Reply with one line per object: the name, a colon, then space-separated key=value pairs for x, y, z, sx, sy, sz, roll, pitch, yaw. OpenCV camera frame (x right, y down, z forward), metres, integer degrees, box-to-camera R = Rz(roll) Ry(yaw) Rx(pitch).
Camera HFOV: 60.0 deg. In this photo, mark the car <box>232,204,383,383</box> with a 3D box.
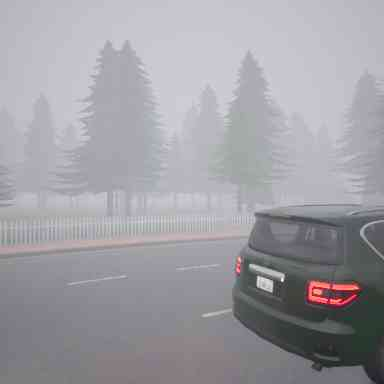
car: x=3.276 y=1.222 z=5.331 sx=5.566 sy=2.045 sz=2.150 roll=0 pitch=0 yaw=-27
